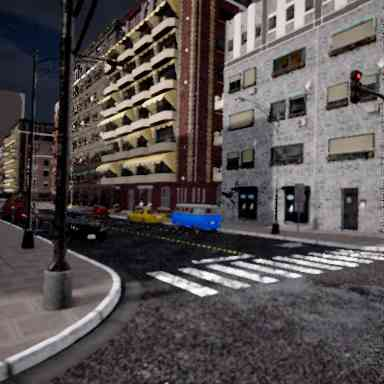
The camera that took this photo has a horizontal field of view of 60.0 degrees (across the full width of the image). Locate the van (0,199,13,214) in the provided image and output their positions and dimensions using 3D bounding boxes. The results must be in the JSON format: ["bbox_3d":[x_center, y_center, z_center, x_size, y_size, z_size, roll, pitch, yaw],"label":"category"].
[{"bbox_3d":[-23.355,1.728,40.976,1.690,1.788,3.998,2,-2,-36],"label":"van"}]

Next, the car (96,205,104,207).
[{"bbox_3d":[-10.435,2.131,36.625,1.802,1.307,4.206,2,-2,-36],"label":"car"}]

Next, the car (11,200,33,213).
[{"bbox_3d":[-22.842,1.925,44.631,1.837,1.490,4.892,2,-2,-36],"label":"car"}]

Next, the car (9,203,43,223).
[{"bbox_3d":[-13.533,1.804,27.484,1.802,1.307,4.206,2,-2,-36],"label":"car"}]

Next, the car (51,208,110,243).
[{"bbox_3d":[-5.766,1.655,16.655,1.947,1.339,4.313,2,-2,-36],"label":"car"}]

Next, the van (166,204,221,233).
[{"bbox_3d":[0.208,1.721,22.277,1.690,1.788,3.998,2,-2,-36],"label":"van"}]

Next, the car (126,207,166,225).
[{"bbox_3d":[-3.911,1.970,27.827,1.752,1.417,4.829,2,-2,-36],"label":"car"}]

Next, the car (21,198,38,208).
[{"bbox_3d":[-33.355,2.256,68.104,2.192,1.841,5.009,2,-2,-36],"label":"car"}]

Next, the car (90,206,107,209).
[{"bbox_3d":[-8.091,1.857,24.416,1.895,1.301,4.718,2,-2,-36],"label":"car"}]

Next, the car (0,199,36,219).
[{"bbox_3d":[-16.795,1.593,31.991,2.192,1.841,5.009,2,-2,-36],"label":"car"}]
